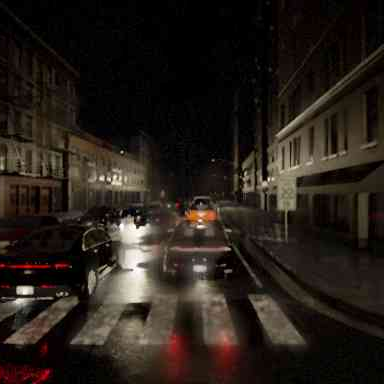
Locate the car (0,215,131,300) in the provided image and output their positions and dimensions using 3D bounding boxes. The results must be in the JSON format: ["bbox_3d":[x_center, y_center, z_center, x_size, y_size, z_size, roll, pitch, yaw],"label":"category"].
[{"bbox_3d":[-3.051,1.580,8.552,1.837,1.490,4.892,0,0,1],"label":"car"}]

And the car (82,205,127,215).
[{"bbox_3d":[-6.066,1.689,22.334,1.837,1.490,4.892,0,0,3],"label":"car"}]

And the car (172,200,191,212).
[{"bbox_3d":[-1.322,1.893,44.887,2.033,1.411,5.357,0,0,4],"label":"car"}]

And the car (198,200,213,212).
[{"bbox_3d":[1.900,1.819,44.391,1.882,1.535,5.008,0,0,4],"label":"car"}]

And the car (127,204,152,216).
[{"bbox_3d":[-5.513,1.856,32.220,1.895,1.301,4.718,0,0,4],"label":"car"}]

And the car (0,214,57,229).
[{"bbox_3d":[-6.394,1.639,13.148,1.812,1.442,4.674,0,0,2],"label":"car"}]

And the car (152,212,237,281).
[{"bbox_3d":[0.232,1.581,10.163,2.128,1.511,4.902,0,0,1],"label":"car"}]

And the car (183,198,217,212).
[{"bbox_3d":[0.711,1.547,23.859,2.097,1.767,4.553,0,0,3],"label":"car"}]

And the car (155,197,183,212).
[{"bbox_3d":[-2.037,1.495,34.855,2.150,2.045,5.566,0,0,4],"label":"car"}]

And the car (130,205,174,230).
[{"bbox_3d":[-2.613,1.788,22.810,1.895,1.301,4.718,0,0,3],"label":"car"}]

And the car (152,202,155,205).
[{"bbox_3d":[-4.630,1.946,44.732,1.895,1.301,4.718,0,0,5],"label":"car"}]
